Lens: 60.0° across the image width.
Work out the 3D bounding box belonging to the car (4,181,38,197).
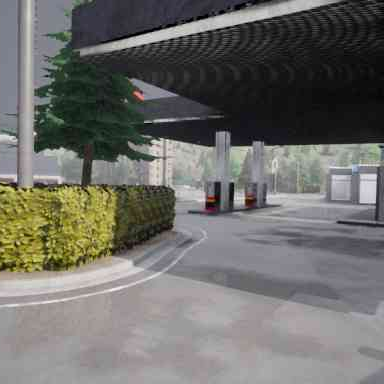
[{"bbox_3d":[-21.810,-0.466,42.415,4.605,1.855,1.932,2,2,35],"label":"car"}]

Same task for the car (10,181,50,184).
[{"bbox_3d":[-17.271,-0.180,35.203,3.866,1.878,1.905,2,2,35],"label":"car"}]

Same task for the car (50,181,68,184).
[{"bbox_3d":[-26.845,-1.259,65.439,3.866,1.878,1.905,2,2,35],"label":"car"}]

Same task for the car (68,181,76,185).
[{"bbox_3d":[-25.510,-1.285,68.052,4.605,1.855,1.932,2,2,35],"label":"car"}]

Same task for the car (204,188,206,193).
[{"bbox_3d":[4.818,-0.317,65.614,5.027,1.636,2.152,2,2,35],"label":"car"}]
